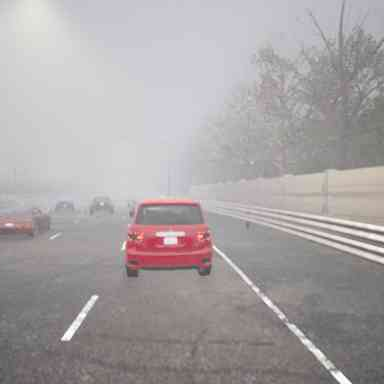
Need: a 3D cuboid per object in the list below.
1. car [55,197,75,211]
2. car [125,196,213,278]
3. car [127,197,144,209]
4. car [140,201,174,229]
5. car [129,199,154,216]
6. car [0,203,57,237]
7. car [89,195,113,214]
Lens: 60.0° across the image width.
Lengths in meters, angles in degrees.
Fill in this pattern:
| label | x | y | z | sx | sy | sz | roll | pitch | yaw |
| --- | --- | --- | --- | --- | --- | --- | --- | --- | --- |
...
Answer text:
| label | x | y | z | sx | sy | sz | roll | pitch | yaw |
| --- | --- | --- | --- | --- | --- | --- | --- | --- | --- |
| car | -14.391 | 1.302 | 37.611 | 1.812 | 1.442 | 4.674 | 0 | 0 | -21 |
| car | -0.744 | 1.160 | 10.124 | 2.150 | 2.045 | 5.566 | 0 | 1 | -6 |
| car | -7.161 | 1.347 | 41.691 | 1.895 | 1.301 | 4.718 | 0 | 0 | -12 |
| car | -2.385 | 1.393 | 21.500 | 1.812 | 1.442 | 4.674 | 0 | 0 | -11 |
| car | -4.814 | 1.409 | 31.449 | 1.895 | 1.301 | 4.718 | 0 | 0 | -14 |
| car | -8.686 | 1.462 | 17.219 | 1.994 | 1.385 | 4.181 | 0 | 0 | -10 |
| car | -8.979 | 1.154 | 32.768 | 2.097 | 1.767 | 4.553 | 0 | 0 | -18 |
